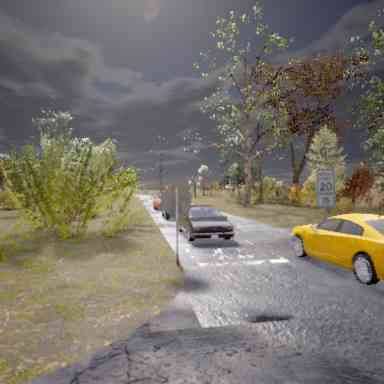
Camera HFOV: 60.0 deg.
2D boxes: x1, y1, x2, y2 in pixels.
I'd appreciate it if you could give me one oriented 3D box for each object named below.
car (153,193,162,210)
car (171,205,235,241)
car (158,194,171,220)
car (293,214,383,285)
[{"bbox_3d":[-2.952,0.897,34.982,2.097,1.767,4.553,-1,1,-10],"label":"car"},{"bbox_3d":[0.447,1.353,15.834,2.033,1.411,5.357,-1,1,-10],"label":"car"},{"bbox_3d":[-1.213,1.154,25.155,1.882,1.535,5.008,-1,1,-10],"label":"car"},{"bbox_3d":[4.603,1.342,9.242,1.882,1.535,5.008,-1,1,-10],"label":"car"}]
